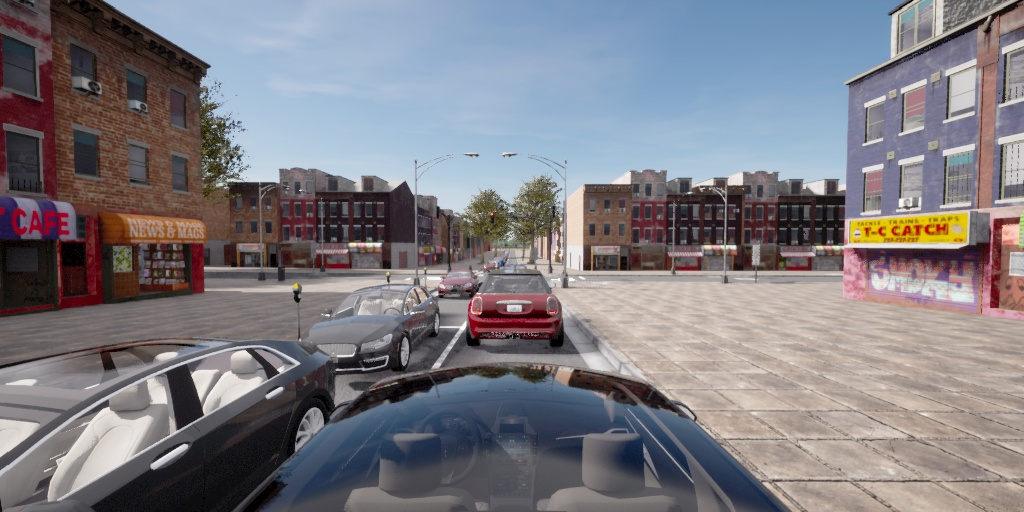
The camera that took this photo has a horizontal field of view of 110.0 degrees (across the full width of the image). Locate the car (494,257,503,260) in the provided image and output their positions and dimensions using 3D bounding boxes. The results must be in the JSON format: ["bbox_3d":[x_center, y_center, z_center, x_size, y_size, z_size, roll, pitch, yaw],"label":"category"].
[{"bbox_3d":[-2.564,1.236,45.138,1.967,1.591,4.097,0,0,0],"label":"car"}]

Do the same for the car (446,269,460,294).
[{"bbox_3d":[-2.611,1.333,18.363,1.802,1.307,4.207,0,0,0],"label":"car"}]

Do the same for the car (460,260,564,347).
[{"bbox_3d":[0.111,1.100,9.512,2.097,1.767,4.553,0,0,2],"label":"car"}]

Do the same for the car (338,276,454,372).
[{"bbox_3d":[-2.630,1.298,7.469,2.007,1.370,4.403,0,0,0],"label":"car"}]

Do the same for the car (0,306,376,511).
[{"bbox_3d":[-2.640,1.300,2.020,2.007,1.370,4.403,0,0,0],"label":"car"}]
